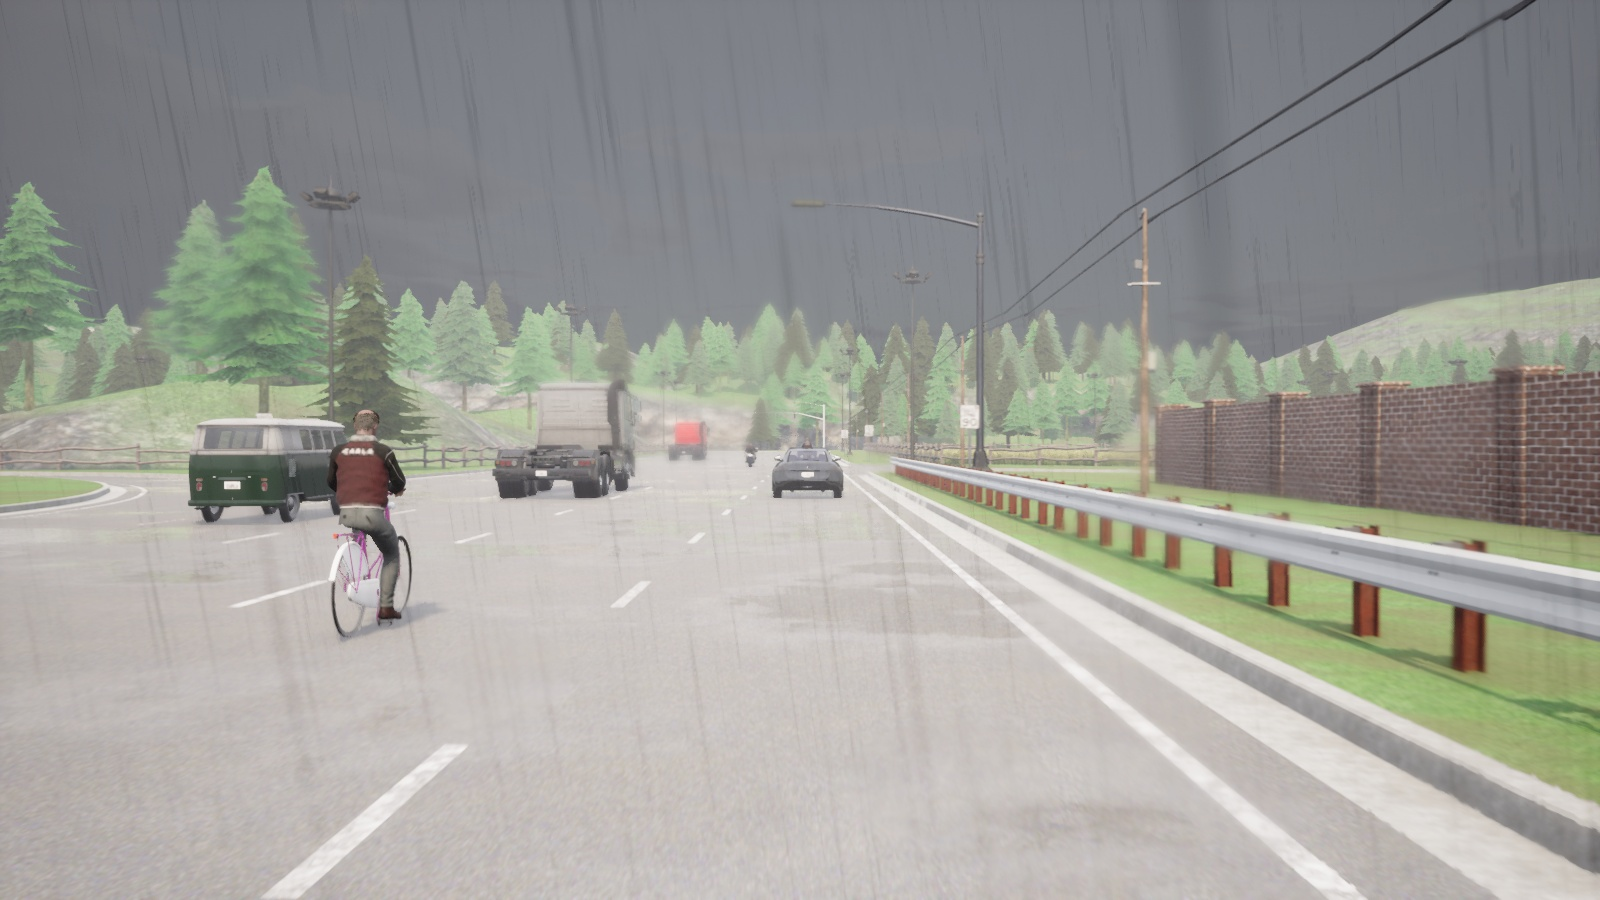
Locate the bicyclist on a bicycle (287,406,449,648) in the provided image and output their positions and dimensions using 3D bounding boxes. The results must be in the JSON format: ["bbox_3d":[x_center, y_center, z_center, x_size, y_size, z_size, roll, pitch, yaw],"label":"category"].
[{"bbox_3d":[-3.428,0.557,10.134,0.659,1.776,1.843,0,1,0],"label":"bicyclist on a bicycle"}]

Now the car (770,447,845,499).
[{"bbox_3d":[0.217,0.609,35.718,1.994,1.385,4.181,0,0,0],"label":"car"}]

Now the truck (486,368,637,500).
[{"bbox_3d":[-6.776,-0.449,36.962,2.891,3.462,7.936,0,0,0],"label":"truck"}]

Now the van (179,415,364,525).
[{"bbox_3d":[-10.344,0.350,24.953,1.775,1.987,4.442,0,0,0],"label":"van"}]
